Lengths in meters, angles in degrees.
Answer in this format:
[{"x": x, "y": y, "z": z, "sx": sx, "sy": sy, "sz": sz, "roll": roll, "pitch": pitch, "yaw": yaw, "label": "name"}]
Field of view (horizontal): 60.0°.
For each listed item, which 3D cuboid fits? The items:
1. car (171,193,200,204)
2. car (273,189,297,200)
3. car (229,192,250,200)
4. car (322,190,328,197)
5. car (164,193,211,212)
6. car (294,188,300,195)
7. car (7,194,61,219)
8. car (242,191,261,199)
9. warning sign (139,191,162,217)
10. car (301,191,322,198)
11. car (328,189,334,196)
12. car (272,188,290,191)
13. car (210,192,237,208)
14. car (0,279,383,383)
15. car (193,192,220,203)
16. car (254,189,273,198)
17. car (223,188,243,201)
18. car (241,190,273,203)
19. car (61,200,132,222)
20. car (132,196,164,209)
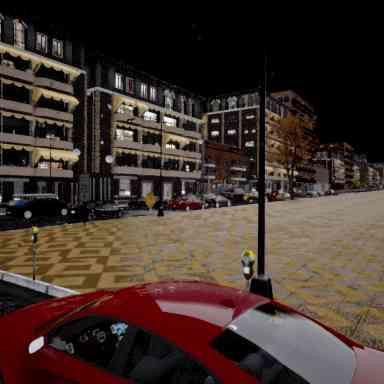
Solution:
[{"x": -0.878, "y": 0.910, "z": 46.814, "sx": 1.947, "sy": 1.339, "sz": 4.313, "roll": 2, "pitch": 2, "yaw": 35, "label": "car"}, {"x": 15.631, "y": 0.675, "z": 55.899, "sx": 1.752, "sy": 1.417, "sz": 4.829, "roll": 2, "pitch": 2, "yaw": 35, "label": "car"}, {"x": 8.649, "y": 0.650, "z": 60.539, "sx": 1.947, "sy": 1.339, "sz": 4.313, "roll": 2, "pitch": 2, "yaw": 35, "label": "car"}, {"x": 28.236, "y": 0.360, "z": 74.058, "sx": 2.008, "sy": 1.369, "sz": 4.403, "roll": 2, "pitch": 2, "yaw": 35, "label": "car"}, {"x": -0.346, "y": 1.132, "z": 32.885, "sx": 1.887, "sy": 1.381, "sz": 4.507, "roll": 2, "pitch": 2, "yaw": 35, "label": "car"}, {"x": 24.530, "y": -0.030, "z": 83.405, "sx": 2.192, "sy": 1.841, "sz": 5.009, "roll": 2, "pitch": 2, "yaw": 35, "label": "car"}, {"x": -11.942, "y": 1.206, "z": 26.354, "sx": 1.882, "sy": 1.535, "sz": 5.008, "roll": 1, "pitch": 1, "yaw": 35, "label": "car"}, {"x": 11.728, "y": 0.525, "z": 64.972, "sx": 1.752, "sy": 1.417, "sz": 4.829, "roll": 2, "pitch": 2, "yaw": 35, "label": "car"}, {"x": -3.079, "y": 0.851, "z": 24.818, "sx": 1.300, "sy": 1.860, "sz": 1.060, "roll": -1, "pitch": 0, "yaw": 35, "label": "warning sign"}, {"x": 25.061, "y": 0.446, "z": 69.484, "sx": 2.008, "sy": 1.369, "sz": 4.403, "roll": 2, "pitch": 2, "yaw": 35, "label": "car"}, {"x": 34.588, "y": 0.079, "z": 83.205, "sx": 1.967, "sy": 1.590, "sz": 4.097, "roll": 2, "pitch": 2, "yaw": 35, "label": "car"}, {"x": 15.732, "y": 0.420, "z": 60.605, "sx": 2.097, "sy": 1.767, "sz": 4.553, "roll": 1, "pitch": 1, "yaw": 34, "label": "car"}, {"x": 2.830, "y": 1.050, "z": 37.460, "sx": 2.008, "sy": 1.369, "sz": 4.403, "roll": 2, "pitch": 2, "yaw": 35, "label": "car"}, {"x": -0.318, "y": 1.544, "z": 3.094, "sx": 4.507, "sy": 1.381, "sz": 1.887, "roll": 0, "pitch": 0, "yaw": 36, "label": "car"}, {"x": 2.298, "y": 0.808, "z": 51.389, "sx": 2.008, "sy": 1.369, "sz": 4.403, "roll": 2, "pitch": 2, "yaw": 35, "label": "car"}, {"x": 15.004, "y": 0.227, "z": 69.682, "sx": 2.192, "sy": 1.841, "sz": 5.009, "roll": 2, "pitch": 2, "yaw": 35, "label": "car"}, {"x": 6.272, "y": 0.454, "z": 52.451, "sx": 2.150, "sy": 2.045, "sz": 5.566, "roll": 1, "pitch": 1, "yaw": 35, "label": "car"}, {"x": 9.182, "y": 0.876, "z": 46.610, "sx": 2.008, "sy": 1.369, "sz": 4.403, "roll": 2, "pitch": 2, "yaw": 35, "label": "car"}, {"x": -6.696, "y": 1.329, "z": 23.737, "sx": 1.947, "sy": 1.339, "sz": 4.313, "roll": 2, "pitch": 2, "yaw": 35, "label": "car"}, {"x": -4.857, "y": 1.133, "z": 36.559, "sx": 1.895, "sy": 1.301, "sz": 4.718, "roll": 1, "pitch": 1, "yaw": 35, "label": "car"}]
